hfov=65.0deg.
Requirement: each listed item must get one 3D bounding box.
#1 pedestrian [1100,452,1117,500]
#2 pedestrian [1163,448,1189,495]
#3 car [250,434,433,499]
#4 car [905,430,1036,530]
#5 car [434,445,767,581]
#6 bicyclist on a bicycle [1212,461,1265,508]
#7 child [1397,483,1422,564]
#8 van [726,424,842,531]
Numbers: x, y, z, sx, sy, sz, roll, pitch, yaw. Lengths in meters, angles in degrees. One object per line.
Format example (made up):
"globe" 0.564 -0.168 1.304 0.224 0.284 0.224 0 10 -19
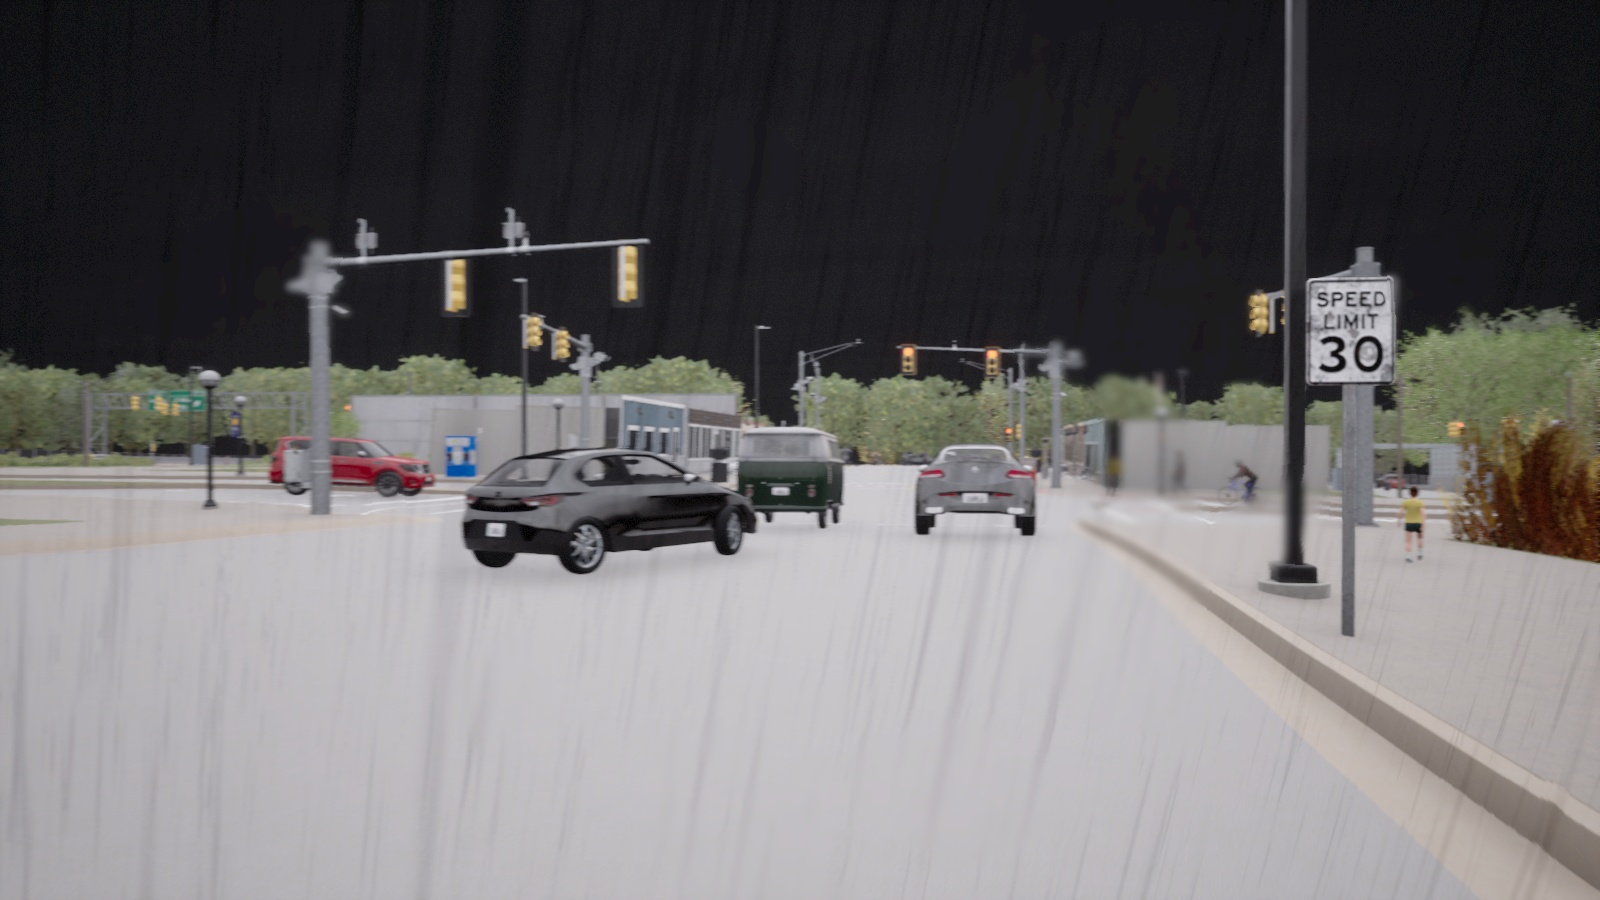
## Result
"pedestrian" 12.051 1.010 49.071 0.431 1.840 0.709 1 1 33
"pedestrian" 15.735 0.909 52.549 0.873 1.952 0.659 0 1 -1
"car" -15.920 0.541 43.793 5.566 2.045 2.150 2 0 4
"car" 3.163 0.552 23.385 2.152 1.651 5.027 0 -1 8
"car" -2.409 0.698 16.165 1.816 1.474 4.193 0 1 35
"bicyclist on a bicycle" 15.690 1.233 44.961 1.656 1.620 0.582 2 0 7
"child" 8.547 1.025 17.606 0.255 1.110 0.394 1 1 34
"van" -0.226 0.548 25.648 1.775 1.987 4.442 0 -1 7
